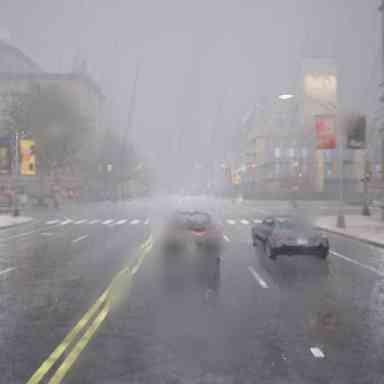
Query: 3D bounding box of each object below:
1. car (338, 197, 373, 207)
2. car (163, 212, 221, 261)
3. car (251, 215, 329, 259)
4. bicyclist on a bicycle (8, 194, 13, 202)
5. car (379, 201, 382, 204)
[{"bbox_3d":[24.591,1.446,50.247,4.902,1.511,2.128,0,0,0],"label":"car"},{"bbox_3d":[-0.003,1.477,12.233,2.128,1.511,4.902,0,0,0],"label":"car"},{"bbox_3d":[3.497,1.551,12.560,1.994,1.385,4.181,0,0,0],"label":"car"},{"bbox_3d":[-31.502,1.250,57.772,0.582,1.620,1.656,0,0,0],"label":"bicyclist on a bicycle"},{"bbox_3d":[28.925,1.436,46.759,5.008,1.535,1.882,0,0,0],"label":"car"}]
